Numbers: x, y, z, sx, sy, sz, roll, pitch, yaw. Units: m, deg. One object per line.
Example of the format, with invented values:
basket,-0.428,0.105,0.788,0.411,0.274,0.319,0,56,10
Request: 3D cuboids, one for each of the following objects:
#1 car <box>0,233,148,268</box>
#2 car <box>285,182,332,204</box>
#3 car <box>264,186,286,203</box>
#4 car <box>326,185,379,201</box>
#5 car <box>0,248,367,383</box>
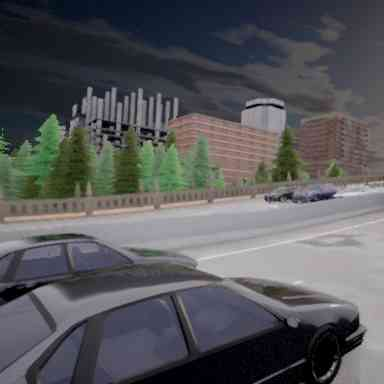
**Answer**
car,-2.404,1.526,6.351,5.357,1.411,2.033,-1,1,-35
car,10.659,0.061,28.750,4.553,1.767,2.097,-5,3,-35
car,8.947,0.185,31.826,4.892,1.490,1.837,-5,3,-35
car,12.843,0.222,26.009,4.674,1.442,1.812,-5,3,-35
car,-0.354,1.526,3.512,5.357,1.411,2.033,-1,1,-35
